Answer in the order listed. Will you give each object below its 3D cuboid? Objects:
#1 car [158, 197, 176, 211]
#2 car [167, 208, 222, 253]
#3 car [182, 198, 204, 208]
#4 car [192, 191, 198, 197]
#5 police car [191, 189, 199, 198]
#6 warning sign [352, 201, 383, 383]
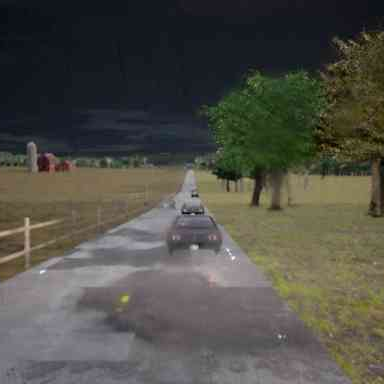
[{"bbox_3d":[-2.863,1.329,38.595,2.128,1.511,4.902,0,0,0],"label":"car"},{"bbox_3d":[0.087,1.540,13.253,1.895,1.301,4.718,0,0,0],"label":"car"},{"bbox_3d":[0.078,1.489,28.461,1.895,1.301,4.718,0,0,0],"label":"car"},{"bbox_3d":[0.770,0.557,93.517,1.801,1.575,5.366,0,2,0],"label":"car"},{"bbox_3d":[0.777,0.770,83.442,1.930,1.638,5.238,0,1,0],"label":"police car"},{"bbox_3d":[2.502,1.098,3.169,1.300,1.860,1.060,3,4,0],"label":"warning sign"}]
